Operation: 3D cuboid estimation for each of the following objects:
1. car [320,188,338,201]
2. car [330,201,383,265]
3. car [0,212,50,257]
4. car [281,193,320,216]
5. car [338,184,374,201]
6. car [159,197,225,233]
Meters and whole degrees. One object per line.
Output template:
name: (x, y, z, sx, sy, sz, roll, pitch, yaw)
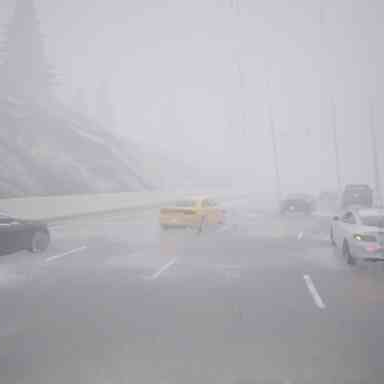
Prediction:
car: (16.191, 0.295, 39.436, 1.812, 1.442, 4.674, 1, 2, 29)
car: (5.385, 1.212, 10.017, 1.812, 1.442, 4.674, 0, 2, 15)
car: (-5.850, 1.190, 8.920, 2.128, 1.511, 4.902, 0, 2, 11)
car: (7.550, 0.788, 23.448, 1.812, 1.442, 4.674, 1, 2, 27)
car: (14.050, 0.344, 28.221, 2.150, 2.045, 5.566, 1, 2, 29)
car: (0.179, 0.961, 16.053, 1.882, 1.535, 5.008, 1, 2, 22)
